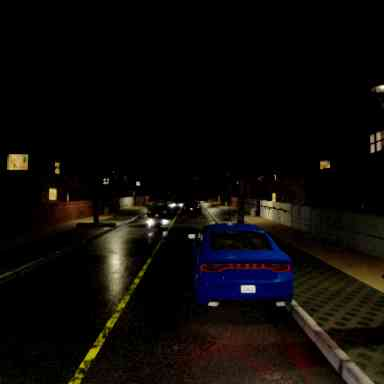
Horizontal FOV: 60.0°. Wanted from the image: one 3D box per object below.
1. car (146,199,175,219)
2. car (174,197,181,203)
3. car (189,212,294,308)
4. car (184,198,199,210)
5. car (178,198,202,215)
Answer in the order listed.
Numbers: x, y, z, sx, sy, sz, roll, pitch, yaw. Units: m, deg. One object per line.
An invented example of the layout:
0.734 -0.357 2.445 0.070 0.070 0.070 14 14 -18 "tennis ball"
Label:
-2.938 1.583 30.289 2.033 1.411 5.357 0 0 0 "car"
-2.945 1.701 67.210 1.895 1.301 4.718 0 0 0 "car"
0.940 1.486 8.081 1.882 1.535 5.008 0 0 0 "car"
-0.071 1.561 44.656 1.837 1.490 4.892 0 0 0 "car"
-0.034 1.605 34.063 1.994 1.385 4.181 0 0 1 "car"
